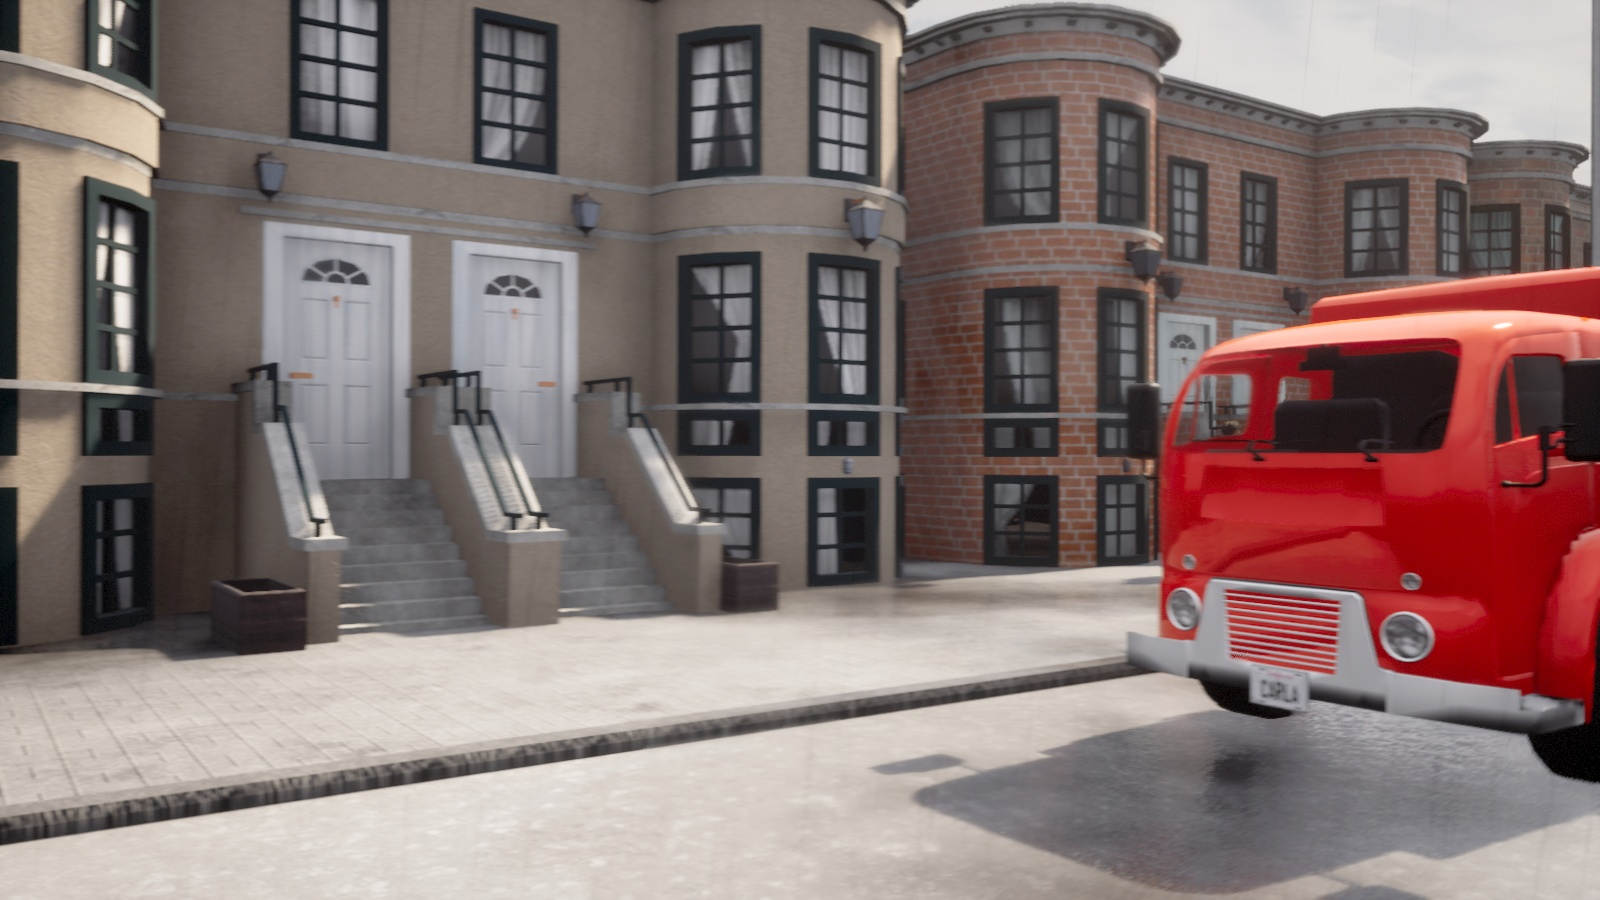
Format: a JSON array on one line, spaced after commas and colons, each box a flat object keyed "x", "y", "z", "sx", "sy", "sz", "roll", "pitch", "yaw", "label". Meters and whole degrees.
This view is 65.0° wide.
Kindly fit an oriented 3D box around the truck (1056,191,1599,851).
[{"x": 4.287, "y": 0.266, "z": 7.253, "sx": 5.204, "sy": 2.467, "sz": 2.627, "roll": 0, "pitch": 0, "yaw": -35, "label": "truck"}]
